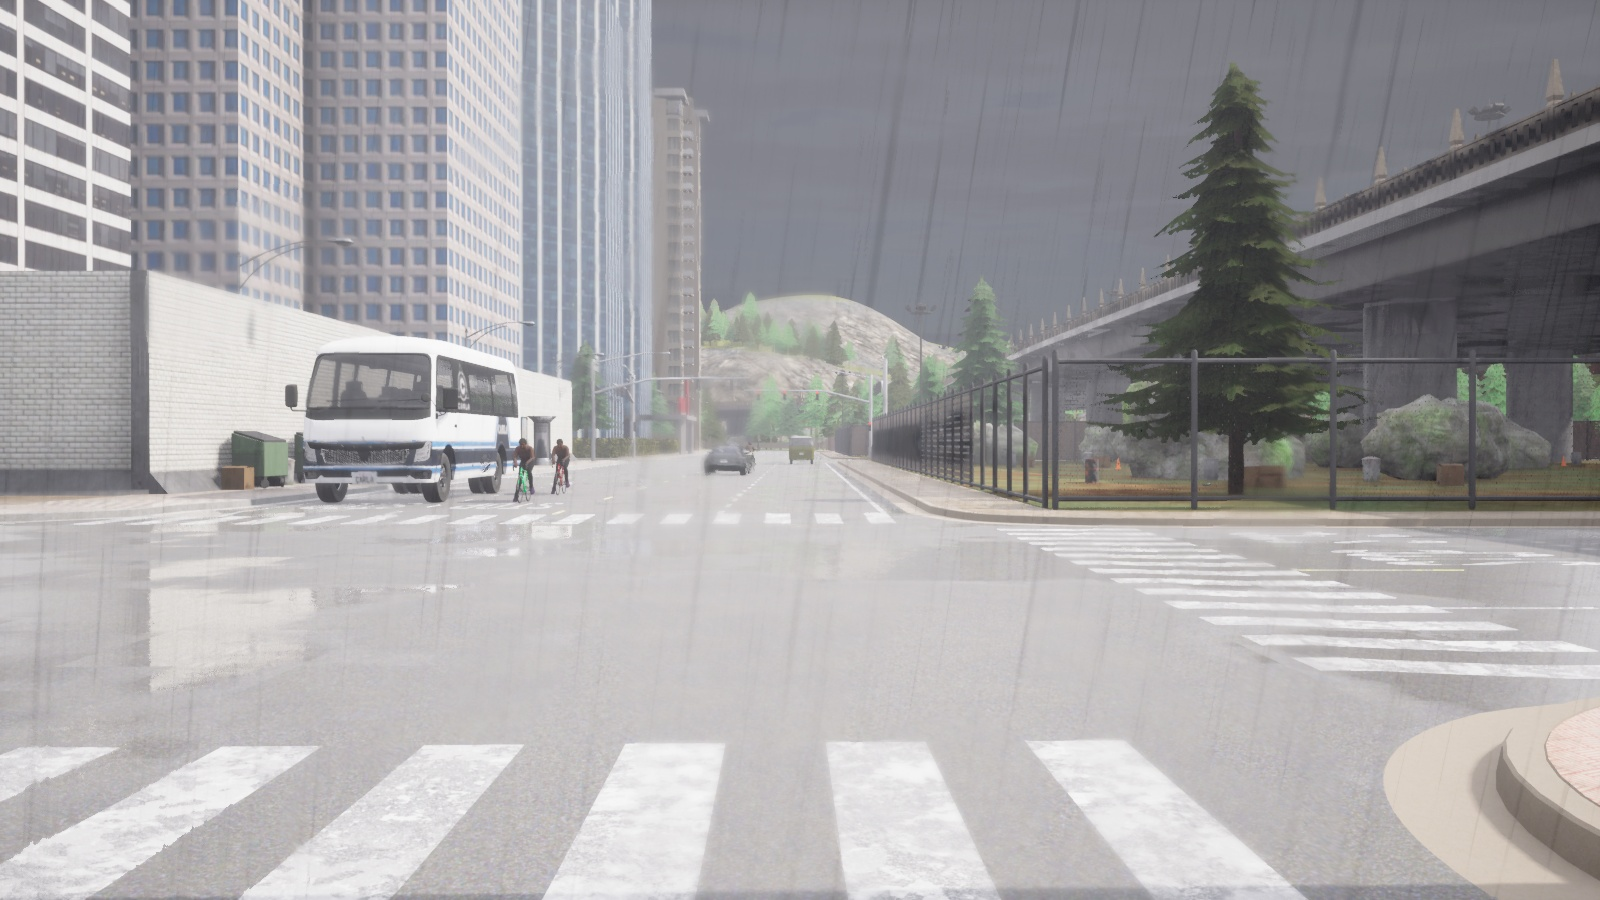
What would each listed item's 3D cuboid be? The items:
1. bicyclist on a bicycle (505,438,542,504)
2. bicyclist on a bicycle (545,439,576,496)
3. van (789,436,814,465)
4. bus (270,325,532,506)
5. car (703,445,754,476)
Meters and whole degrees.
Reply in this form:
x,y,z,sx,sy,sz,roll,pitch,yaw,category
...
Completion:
x,y,z,sx,sy,sz,roll,pitch,yaw,category
-6.952,0.515,31.641,0.582,1.620,1.656,0,1,0,bicyclist on a bicycle
-6.947,0.488,36.483,0.582,1.620,1.656,0,1,0,bicyclist on a bicycle
0.106,-0.003,89.002,1.775,1.987,4.442,0,0,0,van
-10.448,-0.833,34.565,3.944,4.253,10.273,0,0,0,bus
-3.353,0.472,59.450,1.994,1.385,4.181,0,0,3,car
